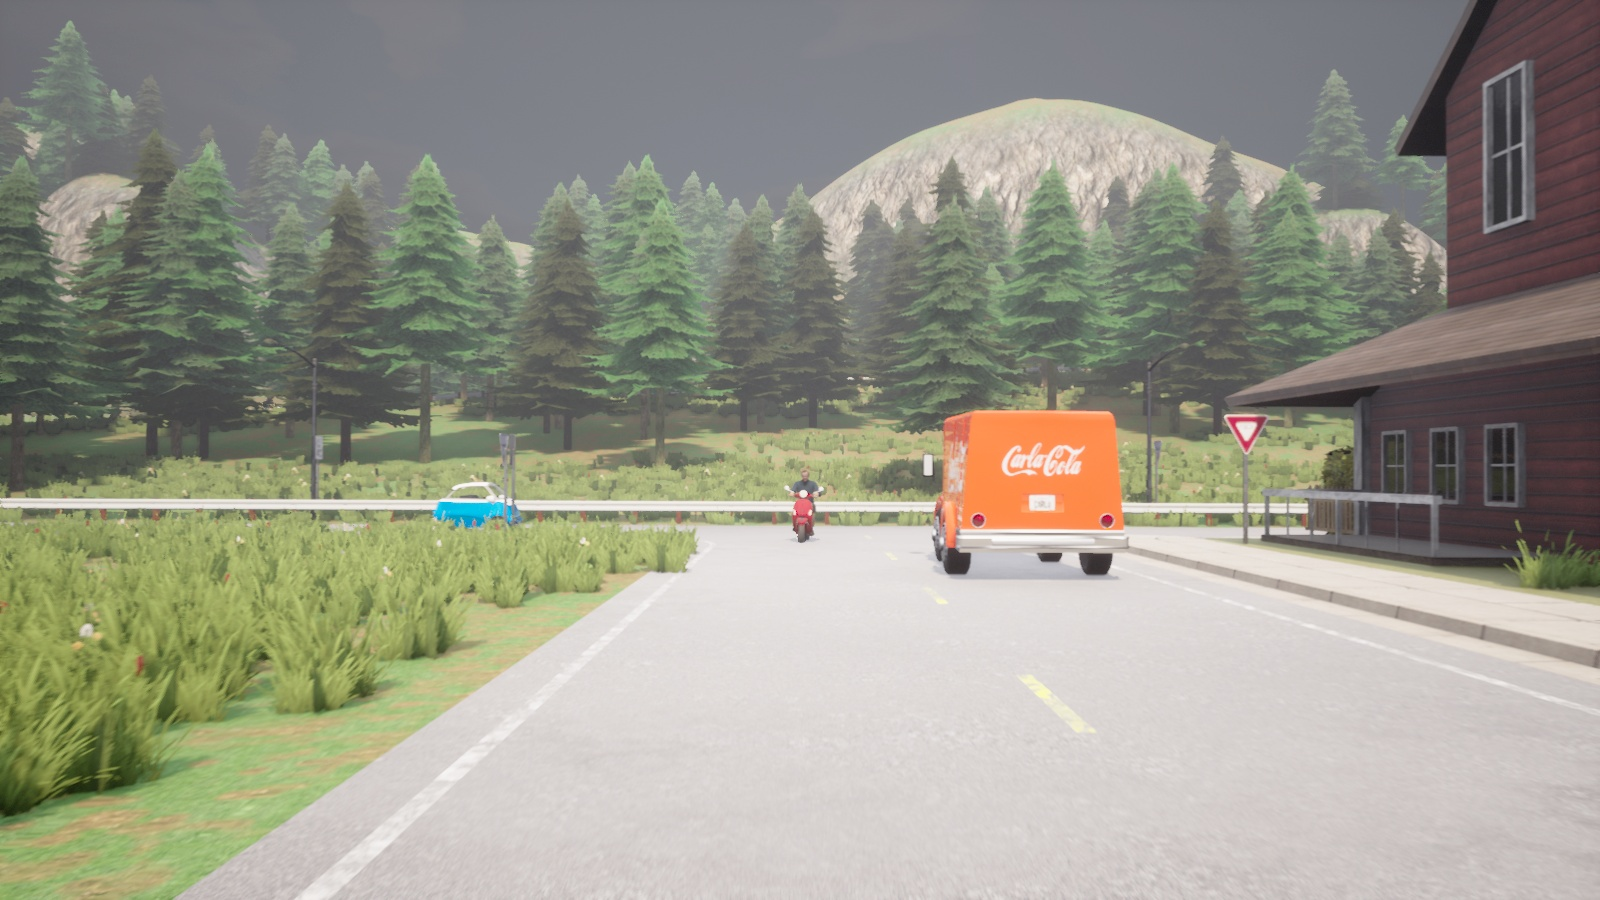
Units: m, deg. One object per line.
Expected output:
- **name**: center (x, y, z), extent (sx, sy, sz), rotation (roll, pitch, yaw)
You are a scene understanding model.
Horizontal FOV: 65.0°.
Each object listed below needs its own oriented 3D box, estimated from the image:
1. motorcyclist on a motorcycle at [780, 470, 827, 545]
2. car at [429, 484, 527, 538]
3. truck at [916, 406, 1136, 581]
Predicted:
- **motorcyclist on a motorcycle**: center (0.095, 1.233, 27.615), extent (0.866, 1.590, 1.817), rotation (0, -1, 5)
- **car**: center (-8.525, 1.602, 33.331), extent (2.207, 1.376, 1.481), rotation (-1, -1, 0)
- **truck**: center (3.446, 0.656, 20.410), extent (2.627, 2.467, 5.204), rotation (0, -1, 0)
